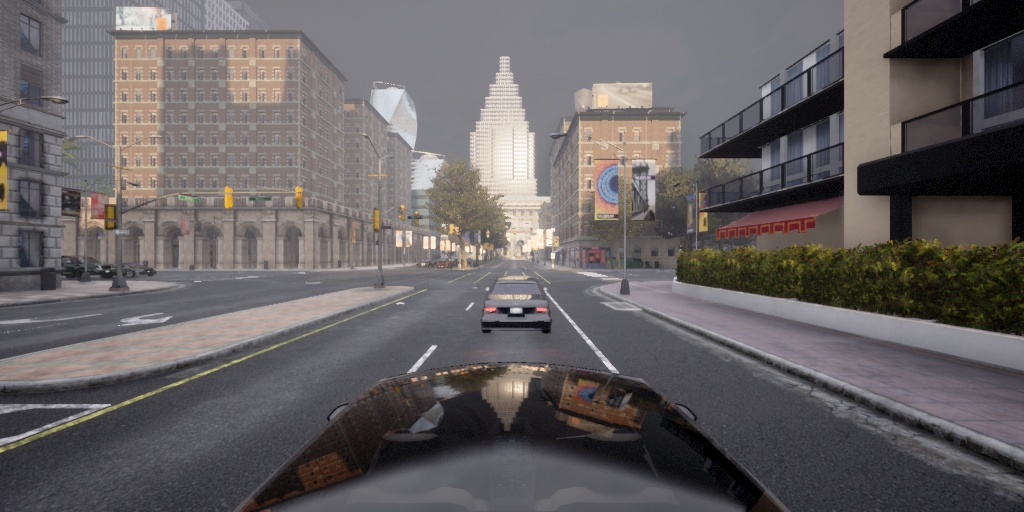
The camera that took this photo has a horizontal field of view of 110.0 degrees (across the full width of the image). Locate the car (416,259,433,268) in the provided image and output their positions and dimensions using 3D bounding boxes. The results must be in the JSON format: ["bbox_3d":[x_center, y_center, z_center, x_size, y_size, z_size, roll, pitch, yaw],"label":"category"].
[{"bbox_3d":[-14.621,1.242,61.457,2.128,1.511,4.902,0,0,1],"label":"car"}]

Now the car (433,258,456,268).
[{"bbox_3d":[-11.147,1.102,59.576,2.097,1.767,4.553,0,0,1],"label":"car"}]

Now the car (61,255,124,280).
[{"bbox_3d":[-37.657,0.971,30.932,5.566,2.045,2.150,0,0,0],"label":"car"}]

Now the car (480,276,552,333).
[{"bbox_3d":[0.131,1.298,10.746,2.033,1.411,5.357,0,0,1],"label":"car"}]

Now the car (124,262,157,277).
[{"bbox_3d":[-36.884,1.314,34.434,4.181,1.385,1.994,0,0,0],"label":"car"}]
